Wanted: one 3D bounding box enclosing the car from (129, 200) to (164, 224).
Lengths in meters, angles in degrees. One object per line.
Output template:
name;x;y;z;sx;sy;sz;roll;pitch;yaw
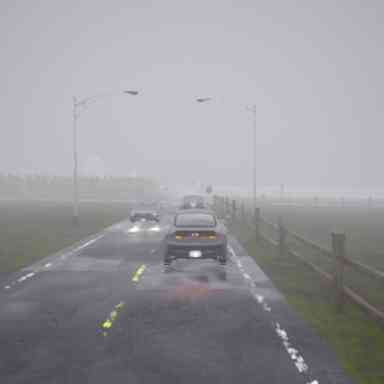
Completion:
car;-2.841;1.210;22.056;2.033;1.411;5.357;0;1;0

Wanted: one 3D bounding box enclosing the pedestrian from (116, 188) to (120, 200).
pedestrian;-12.162;0.311;54.256;0.375;1.860;0.375;0;-1;0

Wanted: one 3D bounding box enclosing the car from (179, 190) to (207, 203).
car;0.095;0.959;25.818;2.097;1.767;4.553;0;1;0

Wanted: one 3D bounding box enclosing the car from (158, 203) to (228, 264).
car;0.094;1.334;11.089;1.837;1.490;4.892;0;1;0
